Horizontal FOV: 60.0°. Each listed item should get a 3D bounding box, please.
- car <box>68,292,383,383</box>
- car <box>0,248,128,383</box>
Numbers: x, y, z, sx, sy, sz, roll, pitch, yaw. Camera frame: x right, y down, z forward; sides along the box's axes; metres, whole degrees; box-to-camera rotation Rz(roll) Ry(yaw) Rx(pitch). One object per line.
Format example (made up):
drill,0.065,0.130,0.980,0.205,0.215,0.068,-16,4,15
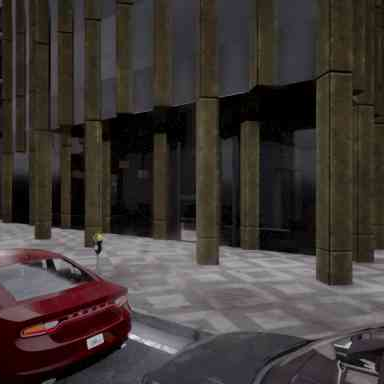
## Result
car,1.517,1.551,1.876,4.403,1.369,2.008,0,0,36
car,-2.898,1.545,5.051,4.507,1.381,1.887,0,0,36
